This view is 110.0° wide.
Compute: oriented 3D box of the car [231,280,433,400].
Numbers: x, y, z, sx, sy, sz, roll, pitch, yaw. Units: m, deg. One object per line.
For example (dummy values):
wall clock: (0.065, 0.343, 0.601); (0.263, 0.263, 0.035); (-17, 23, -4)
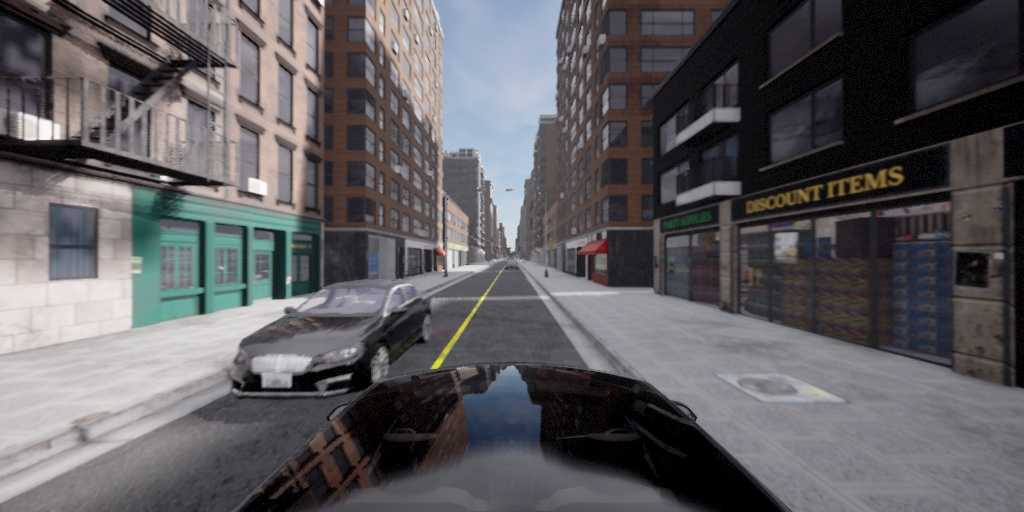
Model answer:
car: (-2.828, 1.242, 6.780); (2.128, 1.511, 4.902); (0, 0, 0)

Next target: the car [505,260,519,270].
car: (-0.019, 1.314, 52.600); (2.033, 1.411, 5.357); (0, 0, 0)
